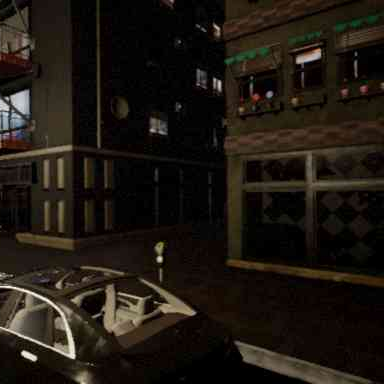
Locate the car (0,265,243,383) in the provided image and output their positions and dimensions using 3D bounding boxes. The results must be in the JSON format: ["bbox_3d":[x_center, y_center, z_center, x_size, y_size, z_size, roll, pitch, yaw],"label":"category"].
[{"bbox_3d":[-1.577,1.551,3.857,4.403,1.369,2.008,0,-1,36],"label":"car"}]
